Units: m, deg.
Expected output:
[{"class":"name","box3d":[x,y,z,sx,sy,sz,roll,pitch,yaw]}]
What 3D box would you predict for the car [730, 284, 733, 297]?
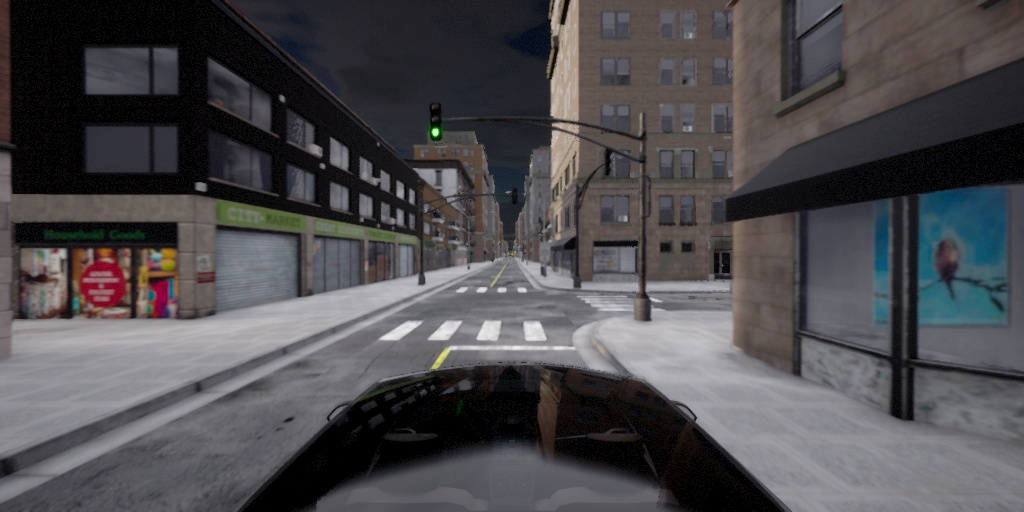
[{"class":"car","box3d":[11.380,1.261,14.204,4.892,1.490,1.837,0,0,0]}]
